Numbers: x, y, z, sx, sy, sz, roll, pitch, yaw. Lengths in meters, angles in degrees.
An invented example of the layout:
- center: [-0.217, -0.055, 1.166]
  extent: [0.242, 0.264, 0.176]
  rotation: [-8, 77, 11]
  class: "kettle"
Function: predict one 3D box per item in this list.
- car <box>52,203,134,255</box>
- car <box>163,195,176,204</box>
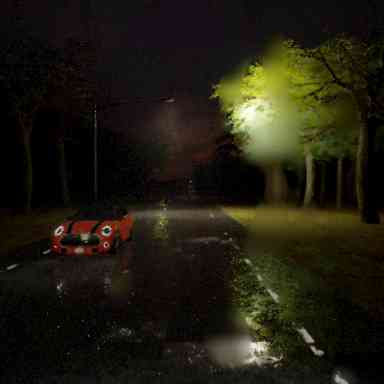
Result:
- center: [-3.599, 1.270, 12.858]
  extent: [2.097, 1.767, 4.553]
  rotation: [0, 0, 0]
  class: "car"
- center: [-3.559, 1.230, 55.023]
  extent: [1.812, 1.442, 4.674]
  rotation: [0, 0, 0]
  class: "car"
